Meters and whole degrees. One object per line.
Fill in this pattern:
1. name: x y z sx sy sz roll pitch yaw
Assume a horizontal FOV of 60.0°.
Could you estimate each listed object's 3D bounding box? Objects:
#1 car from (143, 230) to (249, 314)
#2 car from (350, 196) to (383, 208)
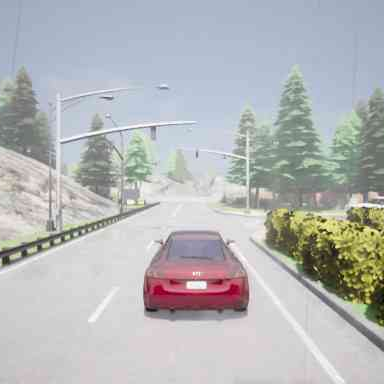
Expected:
1. car: 0.071 1.562 7.711 1.994 1.385 4.181 0 0 0
2. car: 16.095 1.377 27.812 5.566 2.045 2.150 0 0 0
